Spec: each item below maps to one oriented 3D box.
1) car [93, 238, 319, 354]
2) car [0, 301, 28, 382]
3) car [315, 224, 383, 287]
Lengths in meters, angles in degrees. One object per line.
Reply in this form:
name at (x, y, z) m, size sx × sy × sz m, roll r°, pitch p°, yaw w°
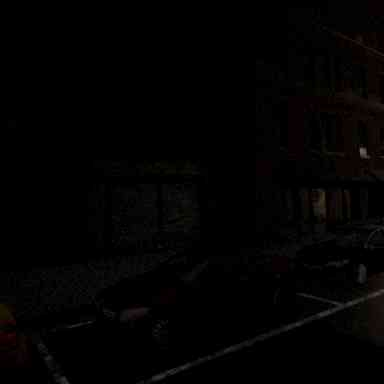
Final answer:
car at (0.288, 1.719, 6.325) m, size 4.206 × 1.307 × 1.802 m, roll -1°, pitch -1°, yaw -35°
car at (-4.263, 1.727, 3.090) m, size 4.829 × 1.417 × 1.752 m, roll -1°, pitch -2°, yaw -35°
car at (4.698, 1.624, 9.462) m, size 4.403 × 1.369 × 2.008 m, roll -1°, pitch -1°, yaw -35°
